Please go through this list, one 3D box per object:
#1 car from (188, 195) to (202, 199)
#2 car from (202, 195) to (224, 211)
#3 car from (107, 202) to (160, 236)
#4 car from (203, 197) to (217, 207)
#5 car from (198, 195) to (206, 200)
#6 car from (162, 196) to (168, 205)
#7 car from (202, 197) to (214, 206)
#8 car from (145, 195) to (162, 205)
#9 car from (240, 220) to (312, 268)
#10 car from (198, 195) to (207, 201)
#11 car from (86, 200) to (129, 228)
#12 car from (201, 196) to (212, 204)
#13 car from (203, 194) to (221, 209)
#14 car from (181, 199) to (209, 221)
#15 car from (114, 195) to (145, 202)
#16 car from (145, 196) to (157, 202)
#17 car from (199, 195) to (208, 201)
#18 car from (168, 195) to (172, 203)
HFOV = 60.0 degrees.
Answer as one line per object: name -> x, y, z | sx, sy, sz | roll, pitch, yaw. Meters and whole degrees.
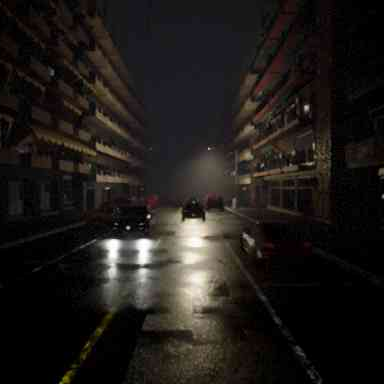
car -> 0.110, 1.486, 42.914 | 1.837, 1.490, 4.892 | 0, 1, 0
car -> 2.650, 1.297, 39.388 | 2.192, 1.841, 5.009 | -1, 0, 0
car -> -3.094, 1.499, 18.579 | 1.837, 1.490, 4.892 | 0, 0, 0
car -> 2.658, 1.538, 50.718 | 1.947, 1.339, 4.313 | -1, 0, 0
car -> 2.702, 1.504, 90.369 | 1.802, 1.307, 4.206 | -1, 0, 0
car -> -5.688, 1.512, 56.325 | 1.887, 1.381, 4.507 | -1, 0, 0
car -> 2.659, 1.511, 56.382 | 1.887, 1.381, 4.507 | -1, 0, 0
car -> -5.695, 1.293, 44.995 | 2.192, 1.841, 5.009 | -1, 0, 0
car -> 2.648, 1.578, 11.067 | 1.802, 1.307, 4.206 | -1, 0, 0
car -> 2.700, 1.482, 84.705 | 2.008, 1.369, 4.403 | -1, 0, 0
car -> -5.698, 1.517, 22.167 | 1.752, 1.417, 4.829 | -1, 0, 0
car -> 2.667, 1.526, 62.046 | 1.947, 1.339, 4.313 | -1, 0, 0
car -> 2.652, 1.293, 45.053 | 2.192, 1.841, 5.009 | -1, 0, 0
car -> 0.112, 1.515, 26.756 | 1.812, 1.442, 4.674 | 0, 0, 0
car -> -5.700, 1.305, 28.002 | 2.192, 1.841, 5.009 | -1, 0, 0
car -> -5.693, 1.527, 39.332 | 1.887, 1.381, 4.507 | -1, 0, 0
car -> 2.701, 1.504, 79.040 | 1.947, 1.339, 4.313 | -1, 0, 0
car -> -5.684, 1.520, 67.656 | 1.947, 1.339, 4.313 | -1, 0, 0
